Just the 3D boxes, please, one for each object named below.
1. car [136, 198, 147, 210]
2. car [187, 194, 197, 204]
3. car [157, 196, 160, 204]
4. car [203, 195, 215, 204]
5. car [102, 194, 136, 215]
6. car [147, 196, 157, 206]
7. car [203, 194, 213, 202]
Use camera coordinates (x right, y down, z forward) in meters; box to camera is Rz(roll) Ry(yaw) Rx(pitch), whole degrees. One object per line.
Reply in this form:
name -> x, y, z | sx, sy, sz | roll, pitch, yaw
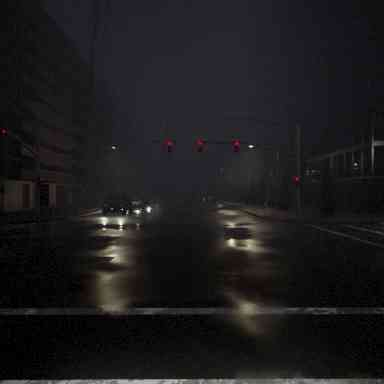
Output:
car -> -7.440, 1.526, 43.556 | 1.812, 1.442, 4.674 | 0, 0, 1
car -> -0.021, 1.564, 64.686 | 1.994, 1.385, 4.181 | 0, 0, 1
car -> -7.180, 1.526, 63.880 | 1.812, 1.442, 4.674 | 0, 0, 1
car -> 3.478, 1.492, 64.776 | 2.128, 1.511, 4.902 | 0, 0, 1
car -> -7.455, 1.222, 33.746 | 2.150, 2.045, 5.566 | 0, 0, 0
car -> -7.331, 1.601, 53.526 | 1.895, 1.301, 4.718 | 0, 0, 1
car -> 3.485, 1.355, 74.641 | 2.097, 1.767, 4.553 | 0, 0, 1
